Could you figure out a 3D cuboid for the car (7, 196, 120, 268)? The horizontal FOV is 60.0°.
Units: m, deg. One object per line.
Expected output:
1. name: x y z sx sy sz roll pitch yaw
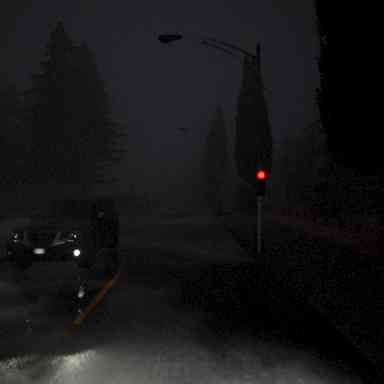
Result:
1. car: -4.002 1.195 11.484 2.150 2.045 5.566 0 0 0
